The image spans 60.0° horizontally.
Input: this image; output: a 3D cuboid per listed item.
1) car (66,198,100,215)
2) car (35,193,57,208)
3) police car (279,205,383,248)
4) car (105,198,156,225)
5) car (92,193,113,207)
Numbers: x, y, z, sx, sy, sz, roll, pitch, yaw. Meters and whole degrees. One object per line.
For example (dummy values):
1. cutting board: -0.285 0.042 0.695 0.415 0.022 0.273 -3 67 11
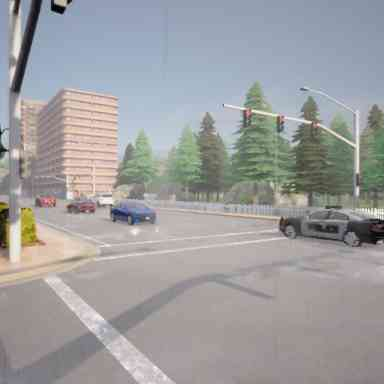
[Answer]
1. car: -11.606 1.601 34.711 1.895 1.301 4.718 0 0 -35
2. car: -21.879 1.225 49.671 2.150 2.045 5.566 0 0 -34
3. police car: 6.288 1.425 15.106 1.930 1.638 5.238 0 0 -34
4. car: -4.385 1.478 24.301 1.882 1.535 5.008 0 0 -35
5. car: -13.626 1.221 50.145 2.150 2.045 5.566 0 0 -34
